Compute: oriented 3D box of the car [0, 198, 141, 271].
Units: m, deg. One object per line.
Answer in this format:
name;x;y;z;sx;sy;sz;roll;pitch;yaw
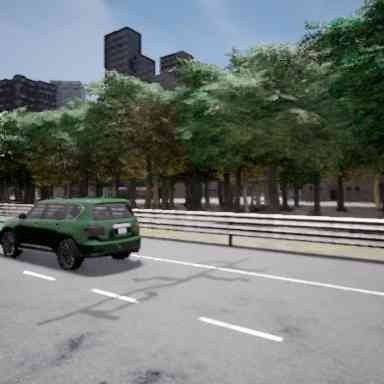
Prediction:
car;-4.187;1.224;11.155;5.566;2.045;2.150;0;0;36
